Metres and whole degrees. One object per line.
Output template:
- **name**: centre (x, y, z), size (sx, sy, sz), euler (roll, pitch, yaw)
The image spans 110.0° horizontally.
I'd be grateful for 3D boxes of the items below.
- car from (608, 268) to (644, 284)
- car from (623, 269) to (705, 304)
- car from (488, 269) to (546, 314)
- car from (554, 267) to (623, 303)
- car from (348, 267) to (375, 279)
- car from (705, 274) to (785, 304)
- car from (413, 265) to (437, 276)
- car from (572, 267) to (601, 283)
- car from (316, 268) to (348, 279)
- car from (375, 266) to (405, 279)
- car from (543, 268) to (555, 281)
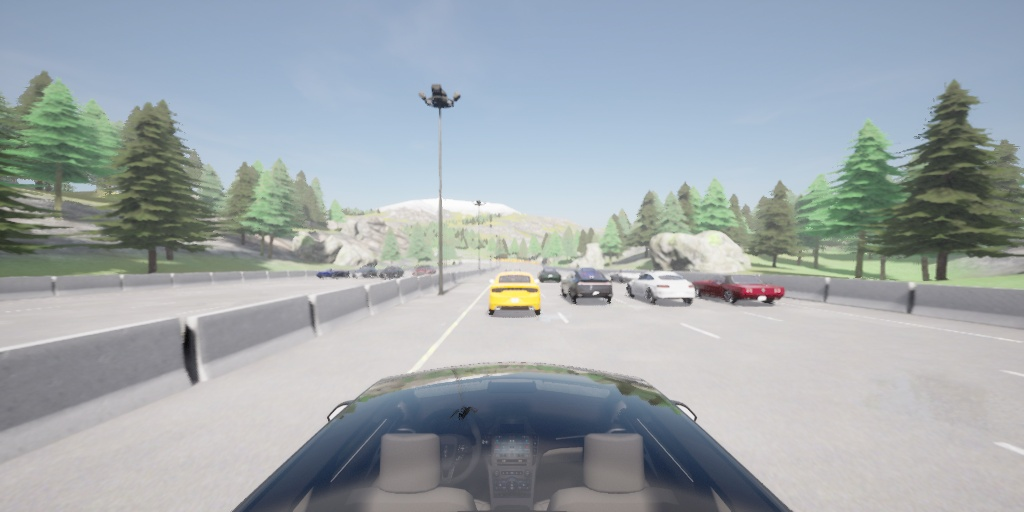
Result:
- **car**: centre (10.601, 1.845, 33.694), size (1.895, 1.301, 4.718), euler (0, -1, 0)
- **car**: centre (7.100, 1.468, 17.444), size (1.812, 1.442, 4.674), euler (0, -1, 0)
- **car**: centre (0.101, 1.377, 14.542), size (1.882, 1.535, 5.008), euler (0, -1, 0)
- **car**: centre (3.601, 1.440, 17.833), size (2.128, 1.511, 4.902), euler (0, -1, 0)
- **car**: centre (-17.576, 1.996, 43.320), size (1.812, 1.442, 4.674), euler (0, -2, 0)
- **car**: centre (10.601, 1.543, 17.414), size (1.895, 1.301, 4.718), euler (0, -1, 0)
- **car**: centre (-10.576, 1.834, 43.824), size (2.097, 1.767, 4.553), euler (0, -1, 0)
- **car**: centre (7.101, 1.788, 34.533), size (1.812, 1.442, 4.674), euler (0, -1, 0)
- **car**: centre (-21.079, 2.045, 42.301), size (1.895, 1.301, 4.718), euler (0, -1, 0)
- **car**: centre (-14.080, 1.952, 42.331), size (1.837, 1.490, 4.892), euler (0, -2, 0)
- **car**: centre (3.601, 1.842, 35.245), size (1.994, 1.385, 4.181), euler (0, -1, 0)
